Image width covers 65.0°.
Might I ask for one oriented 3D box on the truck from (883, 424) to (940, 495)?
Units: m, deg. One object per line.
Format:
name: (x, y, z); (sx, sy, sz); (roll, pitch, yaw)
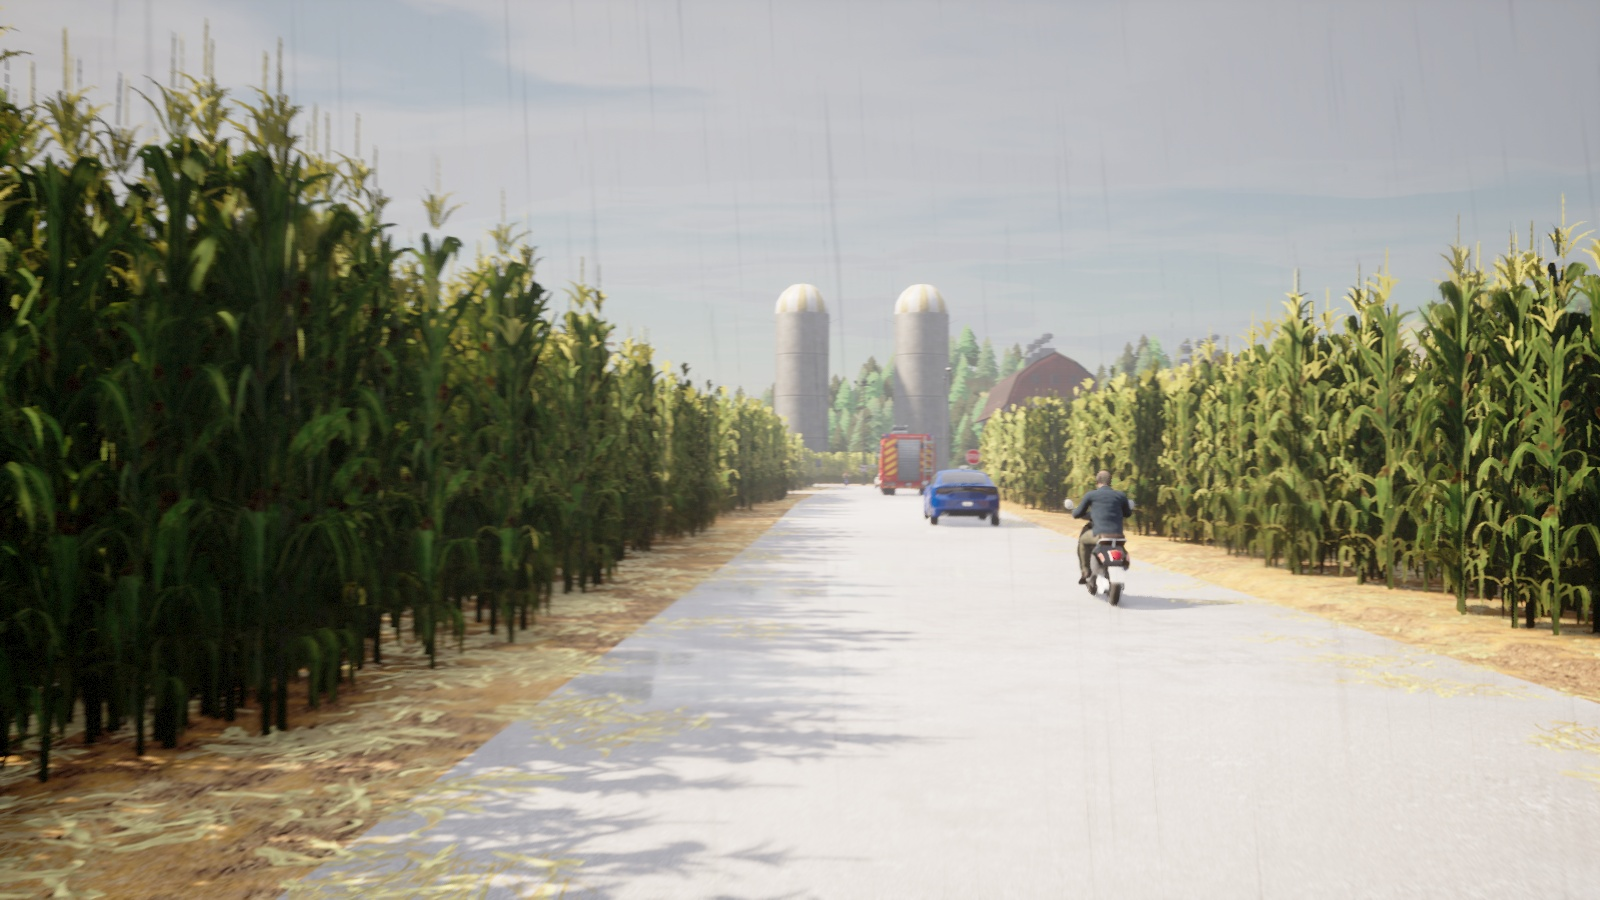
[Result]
truck: (6.292, 0.597, 71.879); (2.891, 3.827, 8.468); (0, -1, 3)

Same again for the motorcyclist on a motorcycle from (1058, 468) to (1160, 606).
motorcyclist on a motorcycle: (3.774, 1.023, 15.489); (0.866, 1.590, 1.817); (0, -1, 3)

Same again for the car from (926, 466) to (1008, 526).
car: (4.686, 1.248, 35.862); (1.882, 1.535, 5.008); (0, 0, 3)
